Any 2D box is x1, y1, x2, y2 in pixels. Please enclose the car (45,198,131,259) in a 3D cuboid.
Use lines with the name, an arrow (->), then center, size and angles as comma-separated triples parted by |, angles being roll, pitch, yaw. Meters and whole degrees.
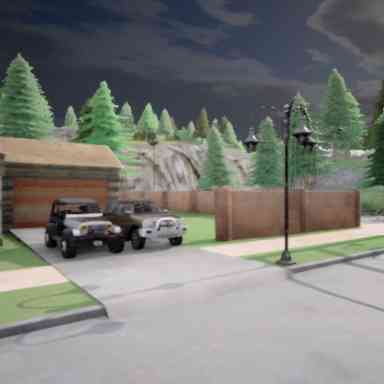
car -> -3.992, 1.182, 12.005 | 1.905, 1.878, 3.866 | 0, 0, -36

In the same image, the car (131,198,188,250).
car -> -2.176, 1.184, 13.786 | 1.932, 1.855, 4.605 | 0, 0, -36
